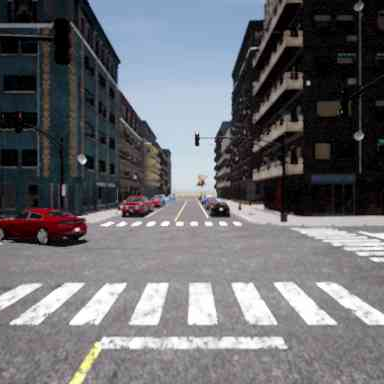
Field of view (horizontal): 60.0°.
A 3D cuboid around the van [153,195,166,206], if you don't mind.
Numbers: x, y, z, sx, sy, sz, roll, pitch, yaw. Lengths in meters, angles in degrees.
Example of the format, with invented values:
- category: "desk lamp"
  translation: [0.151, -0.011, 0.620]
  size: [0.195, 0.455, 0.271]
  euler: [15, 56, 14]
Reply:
- category: "van"
  translation: [-5.241, 1.353, 53.742]
  size: [1.690, 1.788, 3.998]
  euler: [0, 0, 0]

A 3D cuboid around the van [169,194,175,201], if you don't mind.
- category: "van"
  translation: [-5.195, 1.345, 87.054]
  size: [1.690, 1.788, 3.998]
  euler: [0, 0, 0]

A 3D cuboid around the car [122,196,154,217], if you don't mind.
- category: "car"
  translation: [-5.272, 1.327, 31.534]
  size: [2.192, 1.841, 5.009]
  euler: [0, 0, 0]

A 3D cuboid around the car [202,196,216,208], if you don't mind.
- category: "car"
  translation: [2.624, 1.594, 42.628]
  size: [1.802, 1.307, 4.206]
  euler: [0, 0, 0]

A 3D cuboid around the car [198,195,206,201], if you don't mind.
- category: "car"
  translation: [2.684, 1.548, 87.044]
  size: [1.887, 1.381, 4.507]
  euler: [0, 0, 0]

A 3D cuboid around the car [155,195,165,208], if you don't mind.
- category: "car"
  translation: [-5.249, 1.557, 48.190]
  size: [1.887, 1.381, 4.507]
  euler: [0, 0, 0]

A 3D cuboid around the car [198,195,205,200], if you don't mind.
- category: "car"
  translation: [2.692, 1.545, 92.596]
  size: [1.887, 1.381, 4.507]
  euler: [0, 0, 0]

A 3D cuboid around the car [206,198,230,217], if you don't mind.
- category: "car"
  translation: [2.608, 1.577, 31.524]
  size: [1.947, 1.339, 4.313]
  euler: [0, 0, 0]

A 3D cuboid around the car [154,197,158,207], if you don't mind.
- category: "car"
  translation: [-5.264, 1.557, 37.086]
  size: [1.887, 1.381, 4.507]
  euler: [0, 0, 0]

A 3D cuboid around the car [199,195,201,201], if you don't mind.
- category: "car"
  translation: [2.647, 1.451, 59.284]
  size: [1.967, 1.590, 4.097]
  euler: [0, 0, 0]

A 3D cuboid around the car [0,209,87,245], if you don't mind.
- category: "car"
  translation: [-7.337, 1.561, 15.891]
  size: [5.008, 1.535, 1.882]
  euler: [-1, -1, 26]

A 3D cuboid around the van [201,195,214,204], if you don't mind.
- category: "van"
  translation: [2.632, 1.353, 48.180]
  size: [1.690, 1.788, 3.998]
  euler: [0, 0, 0]
